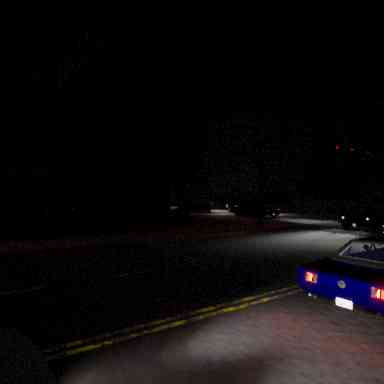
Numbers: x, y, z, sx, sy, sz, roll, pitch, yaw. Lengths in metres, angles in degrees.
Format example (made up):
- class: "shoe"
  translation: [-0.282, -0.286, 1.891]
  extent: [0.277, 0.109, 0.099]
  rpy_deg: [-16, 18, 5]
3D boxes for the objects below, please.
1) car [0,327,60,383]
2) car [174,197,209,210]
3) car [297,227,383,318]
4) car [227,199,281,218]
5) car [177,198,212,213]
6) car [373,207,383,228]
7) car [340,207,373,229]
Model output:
- class: "car"
  translation: [-3.079, 1.600, 1.556]
  extent: [4.718, 1.301, 1.895]
  rpy_deg: [0, 0, -35]
- class: "car"
  translation: [-0.138, 1.501, 44.490]
  extent: [2.128, 1.511, 4.902]
  rpy_deg: [0, 0, -36]
- class: "car"
  translation: [4.403, 1.604, 6.911]
  extent: [4.718, 1.301, 1.895]
  rpy_deg: [0, 0, -35]
- class: "car"
  translation: [5.727, 1.609, 30.309]
  extent: [1.895, 1.301, 4.718]
  rpy_deg: [0, 0, -36]
- class: "car"
  translation: [0.240, 1.486, 37.944]
  extent: [1.882, 1.535, 5.008]
  rpy_deg: [0, 0, -36]
- class: "car"
  translation: [11.146, 1.484, 16.280]
  extent: [5.008, 1.535, 1.882]
  rpy_deg: [0, 0, -36]
- class: "car"
  translation: [11.197, 1.609, 20.647]
  extent: [4.718, 1.301, 1.895]
  rpy_deg: [0, 0, -37]
